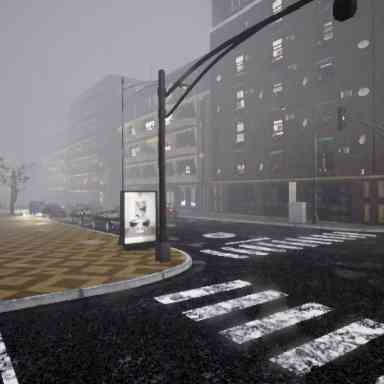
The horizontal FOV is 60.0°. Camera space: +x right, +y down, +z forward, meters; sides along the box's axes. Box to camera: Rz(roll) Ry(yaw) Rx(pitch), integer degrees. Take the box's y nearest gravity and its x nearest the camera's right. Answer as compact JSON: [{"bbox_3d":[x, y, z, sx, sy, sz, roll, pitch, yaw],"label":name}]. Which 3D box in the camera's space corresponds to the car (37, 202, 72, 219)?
[{"bbox_3d":[-14.964,2.115,36.064,1.887,1.381,4.507,-2,0,-36],"label":"car"}]

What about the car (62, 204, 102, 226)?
[{"bbox_3d":[-8.885,1.969,27.589,2.008,1.369,4.403,-2,0,-36],"label":"car"}]

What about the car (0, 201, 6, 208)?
[{"bbox_3d":[-44.702,2.861,77.290,1.887,1.381,4.507,-2,0,-36],"label":"car"}]

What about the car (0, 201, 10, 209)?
[{"bbox_3d":[-38.171,2.703,68.267,2.008,1.369,4.403,-2,0,-36],"label":"car"}]

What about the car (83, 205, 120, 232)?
[{"bbox_3d":[-5.619,1.888,23.078,2.008,1.369,4.403,-2,0,-36],"label":"car"}]

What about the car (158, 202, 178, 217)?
[{"bbox_3d":[-3.201,1.824,34.466,1.967,1.590,4.097,-2,0,-36],"label":"car"}]

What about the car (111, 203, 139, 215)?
[{"bbox_3d":[-8.459,2.096,41.648,1.802,1.307,4.206,-2,0,-36],"label":"car"}]

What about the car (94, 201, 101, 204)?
[{"bbox_3d":[-15.054,2.118,50.627,1.967,1.590,4.097,-2,0,-36],"label":"car"}]

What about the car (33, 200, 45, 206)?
[{"bbox_3d":[-37.913,2.796,82.203,1.887,1.381,4.507,-2,0,-36],"label":"car"}]

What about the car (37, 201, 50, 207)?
[{"bbox_3d":[-34.647,2.735,77.692,1.947,1.339,4.313,-2,0,-36],"label":"car"}]

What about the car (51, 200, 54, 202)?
[{"bbox_3d":[-25.430,2.469,60.555,1.994,1.385,4.181,-1,-1,-36],"label":"car"}]

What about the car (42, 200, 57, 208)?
[{"bbox_3d":[-31.385,2.527,73.180,1.967,1.590,4.097,-2,0,-36],"label":"car"}]

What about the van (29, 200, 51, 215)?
[{"bbox_3d":[-19.884,2.034,42.950,1.690,1.788,3.998,-2,0,-36],"label":"van"}]

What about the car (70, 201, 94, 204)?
[{"bbox_3d":[-16.198,2.237,47.807,1.994,1.385,4.181,-1,-1,-36],"label":"car"}]

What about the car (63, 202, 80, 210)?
[{"bbox_3d":[-21.585,2.423,59.647,1.802,1.307,4.206,-2,0,-36],"label":"car"}]
